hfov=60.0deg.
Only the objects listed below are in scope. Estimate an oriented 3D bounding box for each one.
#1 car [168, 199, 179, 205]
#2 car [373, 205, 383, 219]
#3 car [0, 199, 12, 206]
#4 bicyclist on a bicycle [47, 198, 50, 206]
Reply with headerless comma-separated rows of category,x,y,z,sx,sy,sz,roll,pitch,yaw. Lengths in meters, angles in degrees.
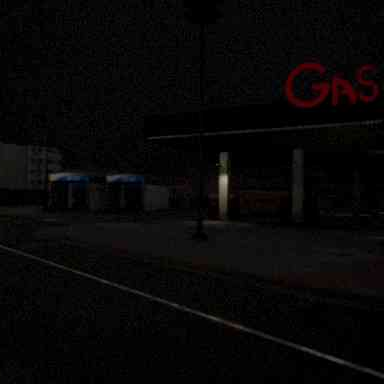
car,-5.315,2.497,80.780,5.008,1.535,1.882,1,-1,-43
car,21.282,2.212,36.455,1.970,1.475,3.806,0,-1,44
car,-36.772,1.929,62.749,2.033,1.411,5.357,0,-1,20
bicyclist on a bicycle,-20.514,1.691,47.758,1.656,1.620,0.582,0,-1,9
